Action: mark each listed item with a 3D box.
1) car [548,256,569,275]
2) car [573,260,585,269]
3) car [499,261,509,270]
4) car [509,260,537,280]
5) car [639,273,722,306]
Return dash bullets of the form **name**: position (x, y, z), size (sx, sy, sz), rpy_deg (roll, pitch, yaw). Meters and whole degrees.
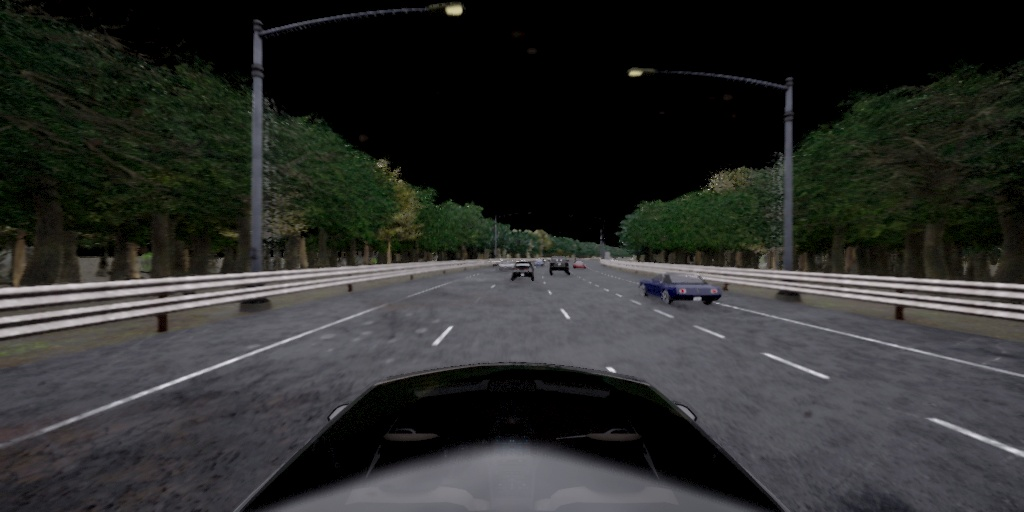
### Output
- **car**: position (5.342, 1.015, 40.995), size (2.150, 2.045, 5.566), rpy_deg (0, 0, 6)
- **car**: position (11.314, 1.400, 60.701), size (1.994, 1.385, 4.181), rpy_deg (0, 0, 8)
- **car**: position (-0.602, 1.365, 52.592), size (1.895, 1.301, 4.718), rpy_deg (0, 0, 7)
- **car**: position (1.042, 1.269, 31.388), size (1.837, 1.490, 4.892), rpy_deg (0, 0, 4)
- **car**: position (7.331, 1.400, 16.258), size (1.895, 1.301, 4.718), rpy_deg (0, 0, 2)
